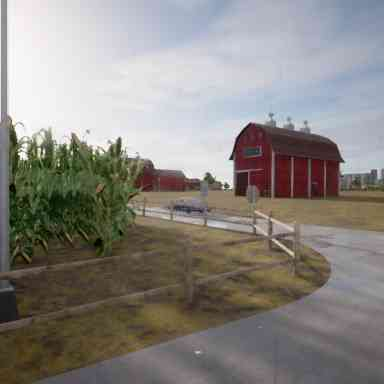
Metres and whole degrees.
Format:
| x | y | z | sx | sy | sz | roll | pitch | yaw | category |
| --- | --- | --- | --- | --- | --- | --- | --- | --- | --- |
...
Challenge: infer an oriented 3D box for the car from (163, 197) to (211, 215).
| x | y | z | sx | sy | sz | roll | pitch | yaw | category |
| --- | --- | --- | --- | --- | --- | --- | --- | --- | --- |
| -0.529 | 1.172 | 29.337 | 2.033 | 1.411 | 5.357 | 1 | 1 | -36 | car |
